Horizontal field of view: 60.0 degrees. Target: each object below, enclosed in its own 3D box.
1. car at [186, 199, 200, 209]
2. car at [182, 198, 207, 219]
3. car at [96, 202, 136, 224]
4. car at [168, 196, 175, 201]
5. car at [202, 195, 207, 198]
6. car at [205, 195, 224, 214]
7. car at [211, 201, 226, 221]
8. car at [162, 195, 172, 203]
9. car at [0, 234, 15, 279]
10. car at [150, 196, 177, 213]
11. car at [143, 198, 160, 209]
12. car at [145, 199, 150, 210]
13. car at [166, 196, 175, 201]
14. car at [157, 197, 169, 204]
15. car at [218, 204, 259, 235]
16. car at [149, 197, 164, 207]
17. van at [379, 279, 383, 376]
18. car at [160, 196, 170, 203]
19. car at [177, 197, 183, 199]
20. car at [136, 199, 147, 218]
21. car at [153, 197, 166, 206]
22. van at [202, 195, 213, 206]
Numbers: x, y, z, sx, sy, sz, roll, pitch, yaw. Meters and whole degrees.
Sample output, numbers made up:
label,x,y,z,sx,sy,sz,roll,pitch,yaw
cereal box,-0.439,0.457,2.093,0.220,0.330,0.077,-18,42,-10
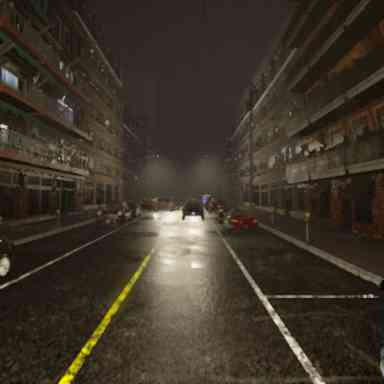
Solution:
label,x,y,z,sx,sy,sz,roll,pitch,yaw
car,0.104,1.644,46.076,1.895,1.301,4.718,0,0,0
car,0.102,1.552,29.128,1.812,1.442,4.674,0,0,0
car,-5.639,1.461,24.438,1.967,1.590,4.097,1,0,0
car,-5.636,1.685,92.655,1.802,1.307,4.206,1,0,0
car,2.712,1.354,41.551,2.192,1.841,5.009,1,0,0
car,2.709,1.473,35.867,1.967,1.590,4.097,1,0,0
car,2.706,1.587,24.498,1.947,1.339,4.313,1,0,0
car,-5.635,1.520,75.601,1.967,1.590,4.097,1,0,0
car,-5.665,1.557,7.384,2.008,1.369,4.403,1,0,0
car,-3.089,1.386,37.298,2.097,1.767,4.553,0,0,0
car,-5.639,1.569,47.006,1.752,1.417,4.829,1,0,0
car,-5.640,1.583,41.492,1.887,1.381,4.507,1,0,0
car,-5.636,1.646,86.969,2.008,1.369,4.403,1,0,0
car,-5.638,1.630,64.230,1.947,1.339,4.313,1,0,0
car,2.705,1.598,18.813,1.802,1.307,4.206,1,0,0
car,-5.638,1.595,52.862,1.887,1.381,4.507,1,0,0
van,2.708,1.343,1.760,1.690,1.788,3.998,1,0,0
car,-5.637,1.597,69.745,1.752,1.417,4.829,1,0,0
car,-2.993,1.385,78.629,2.033,1.411,5.357,0,0,0
car,-5.641,1.593,30.123,1.947,1.339,4.313,1,0,0
car,-5.638,1.583,58.376,1.752,1.417,4.829,1,0,0
van,2.712,1.399,58.606,1.690,1.788,3.998,1,0,0
